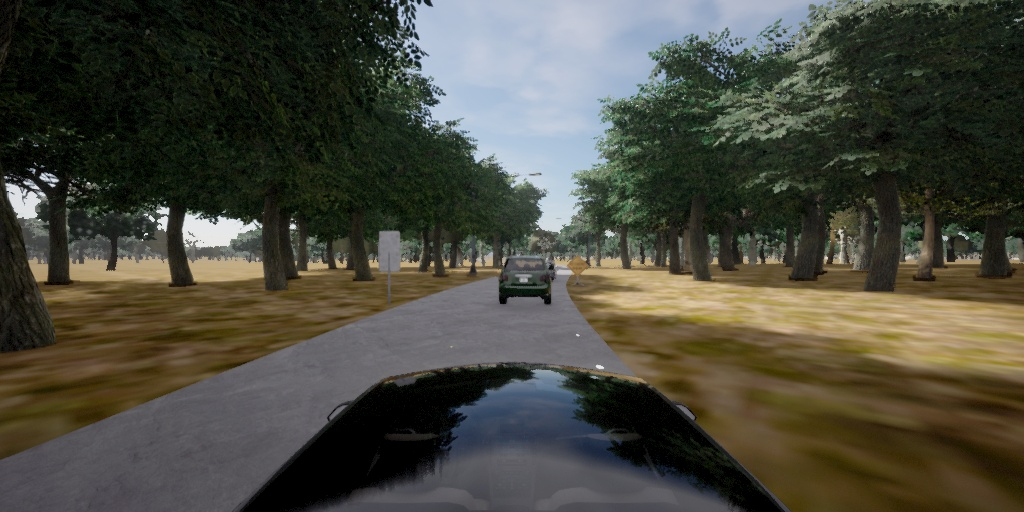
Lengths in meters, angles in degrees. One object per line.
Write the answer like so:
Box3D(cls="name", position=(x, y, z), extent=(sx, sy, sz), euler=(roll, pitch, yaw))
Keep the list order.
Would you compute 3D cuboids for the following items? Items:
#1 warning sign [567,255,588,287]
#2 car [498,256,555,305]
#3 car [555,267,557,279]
Box3D(cls="warning sign", position=(3.995, 0.875, 21.892), extent=(1.300, 1.860, 1.060), euler=(0, 0, 8))
Box3D(cls="car", position=(0.698, 1.008, 16.330), extent=(2.150, 2.045, 5.566), euler=(0, 0, 5))
Box3D(cls="car", position=(2.784, 1.356, 31.010), extent=(1.994, 1.385, 4.181), euler=(0, 0, 11))
